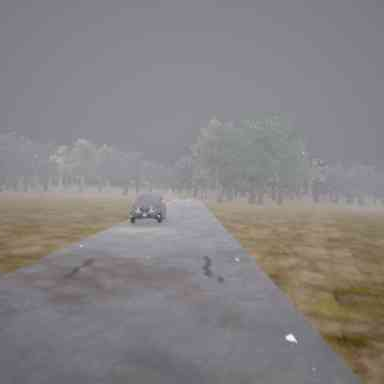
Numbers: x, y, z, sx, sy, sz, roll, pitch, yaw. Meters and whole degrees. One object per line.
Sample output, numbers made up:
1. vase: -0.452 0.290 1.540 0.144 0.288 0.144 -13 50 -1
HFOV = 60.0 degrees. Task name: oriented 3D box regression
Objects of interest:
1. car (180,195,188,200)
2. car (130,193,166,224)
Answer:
1. car: -2.386 1.565 93.863 1.994 1.385 4.181 0 0 -5
2. car: -3.106 1.137 24.560 2.150 2.045 5.566 0 0 0
